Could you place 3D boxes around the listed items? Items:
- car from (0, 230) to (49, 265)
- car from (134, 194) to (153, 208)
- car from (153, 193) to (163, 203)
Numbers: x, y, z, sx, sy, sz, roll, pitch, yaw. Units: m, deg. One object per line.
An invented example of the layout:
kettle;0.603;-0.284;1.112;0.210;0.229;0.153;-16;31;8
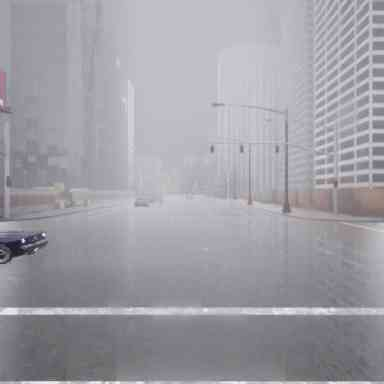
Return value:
car;-7.412;1.603;11.073;4.718;1.301;1.895;0;0;0
car;-7.199;1.509;48.135;1.837;1.490;4.892;0;0;0
car;-7.153;1.222;68.189;2.150;2.045;5.566;0;0;0
